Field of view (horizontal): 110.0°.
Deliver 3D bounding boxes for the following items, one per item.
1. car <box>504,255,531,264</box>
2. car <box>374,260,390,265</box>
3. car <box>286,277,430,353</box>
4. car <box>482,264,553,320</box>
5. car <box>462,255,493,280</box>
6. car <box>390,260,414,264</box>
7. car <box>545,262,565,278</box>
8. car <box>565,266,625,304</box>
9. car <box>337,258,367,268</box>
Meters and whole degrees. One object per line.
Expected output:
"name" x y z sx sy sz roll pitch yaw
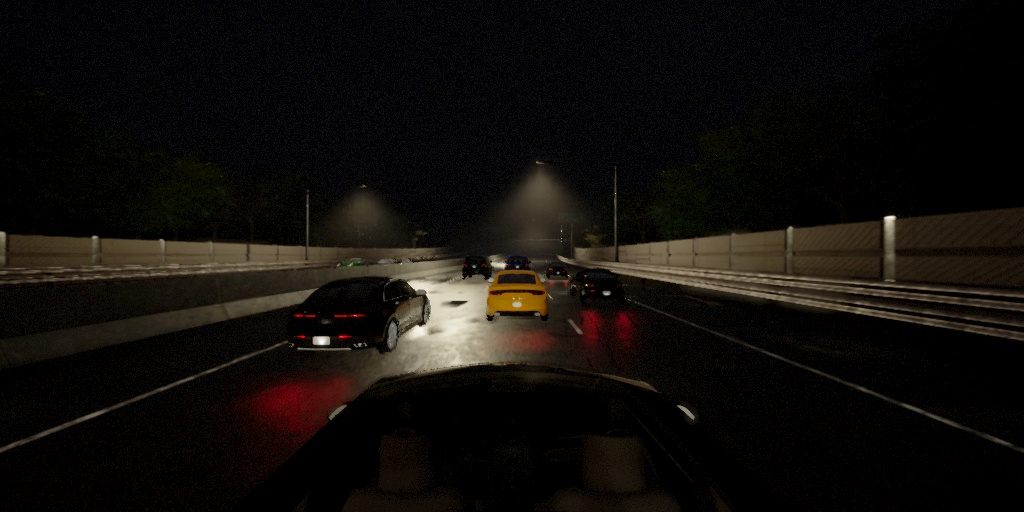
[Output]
"car" 0.512 0.973 31.509 2.150 2.045 5.566 0 0 1
"car" -16.655 1.227 47.327 2.128 1.511 4.902 0 0 3
"car" -3.363 1.254 8.782 1.837 1.490 4.892 0 0 0
"car" 0.171 1.229 12.650 1.882 1.535 5.008 0 0 1
"car" -2.987 0.971 31.576 2.150 2.045 5.566 0 0 1
"car" -13.245 1.303 44.998 1.994 1.385 4.181 0 0 2
"car" 4.068 1.281 33.467 1.812 1.442 4.674 0 0 2
"car" 3.729 1.279 16.268 1.812 1.442 4.674 0 0 1
"car" -20.223 1.084 45.534 2.097 1.767 4.553 0 0 2
